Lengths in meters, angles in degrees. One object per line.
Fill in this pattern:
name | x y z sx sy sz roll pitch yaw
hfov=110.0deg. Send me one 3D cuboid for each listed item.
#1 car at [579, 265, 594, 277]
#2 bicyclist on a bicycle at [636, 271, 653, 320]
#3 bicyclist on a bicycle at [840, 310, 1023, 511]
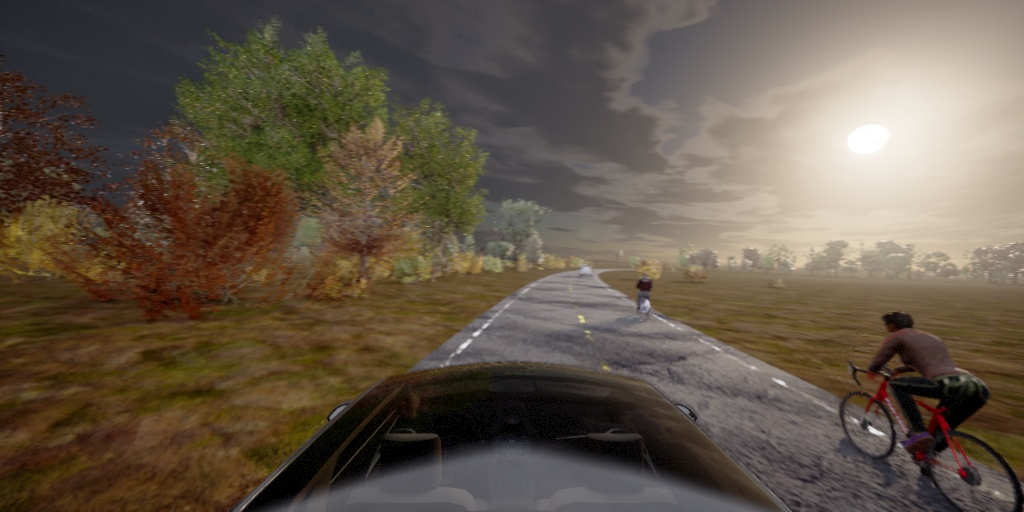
car | 11.513 2.411 55.886 1.812 1.442 4.674 2 -1 12
bicyclist on a bicycle | 4.950 1.460 13.556 0.659 1.776 1.843 2 0 7
bicyclist on a bicycle | 3.844 1.373 3.453 0.582 1.620 1.656 2 -1 5
